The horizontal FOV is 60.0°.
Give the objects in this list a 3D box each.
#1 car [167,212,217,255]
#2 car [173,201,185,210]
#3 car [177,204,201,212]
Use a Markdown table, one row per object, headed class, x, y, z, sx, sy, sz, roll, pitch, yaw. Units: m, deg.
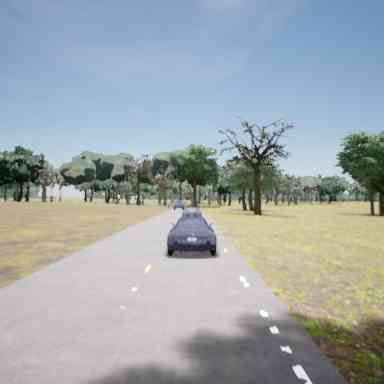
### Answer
| class | x | y | z | sx | sy | sz | roll | pitch | yaw |
| --- | --- | --- | --- | --- | --- | --- | --- | --- | --- |
| car | -0.002 | 1.754 | 14.272 | 1.994 | 1.385 | 4.181 | 0 | -1 | 0 |
| car | -2.778 | 2.872 | 70.996 | 2.150 | 2.045 | 5.566 | 0 | -2 | 0 |
| car | -0.011 | 2.028 | 29.009 | 2.033 | 1.411 | 5.357 | 0 | -1 | 0 |
